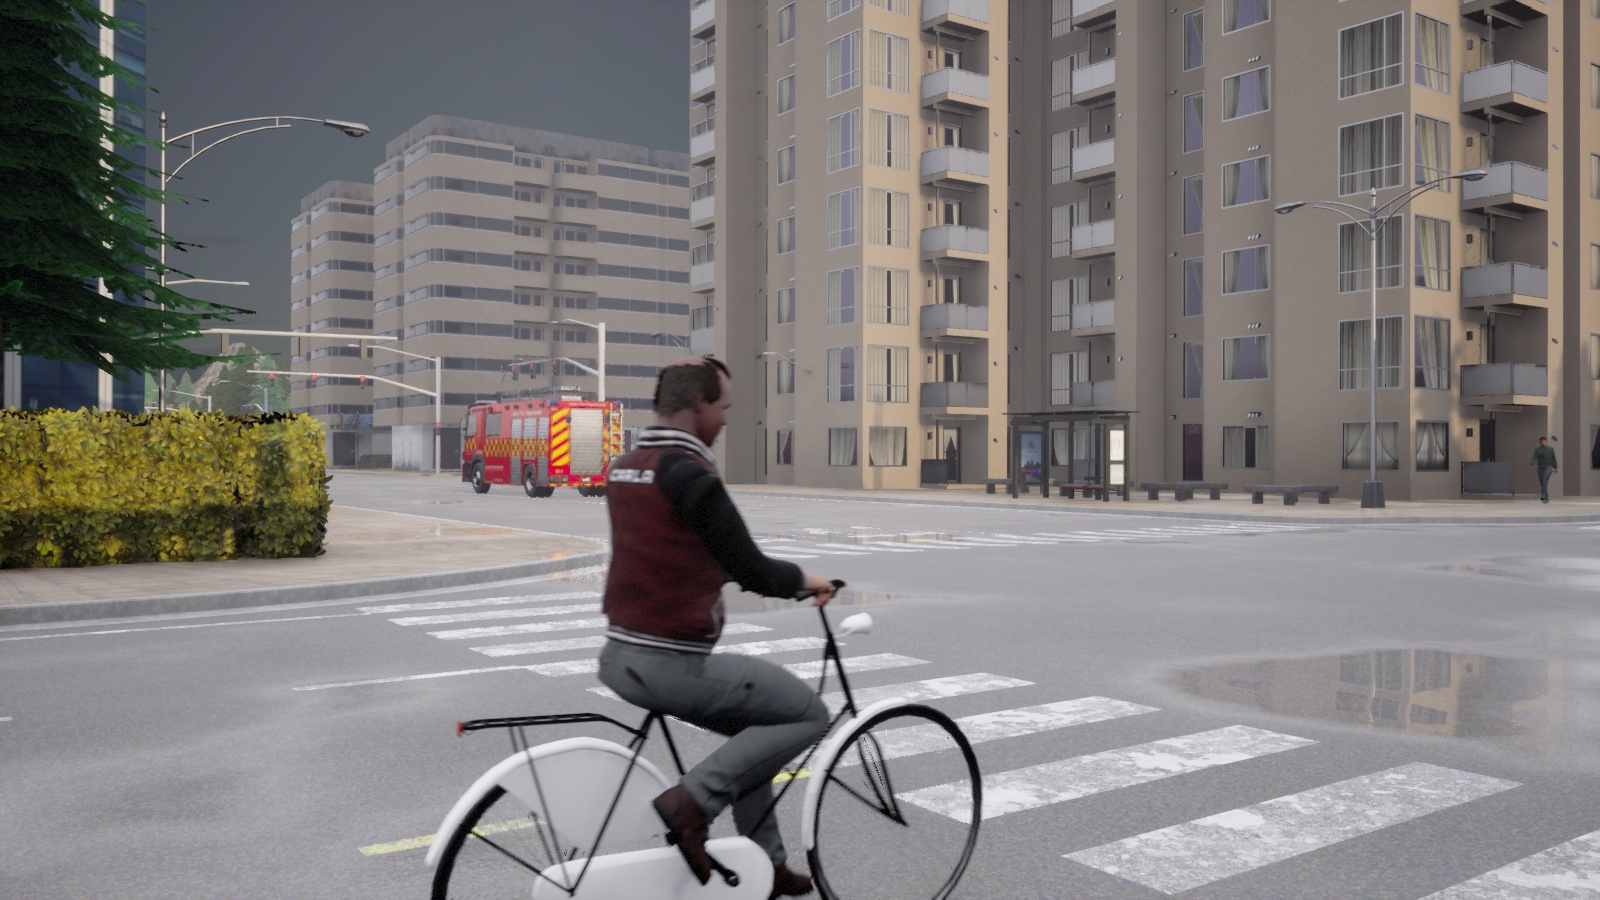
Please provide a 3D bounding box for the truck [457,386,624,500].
[{"bbox_3d":[-9.774,-0.230,46.430,2.891,3.827,8.468,0,0,-35],"label":"truck"}]

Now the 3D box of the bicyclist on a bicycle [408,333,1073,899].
[{"bbox_3d":[-0.102,0.625,3.616,1.843,1.776,0.659,0,0,-35],"label":"bicyclist on a bicycle"}]

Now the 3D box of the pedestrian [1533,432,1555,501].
[{"bbox_3d":[19.987,0.439,33.725,0.614,1.847,0.353,0,0,-43],"label":"pedestrian"}]
